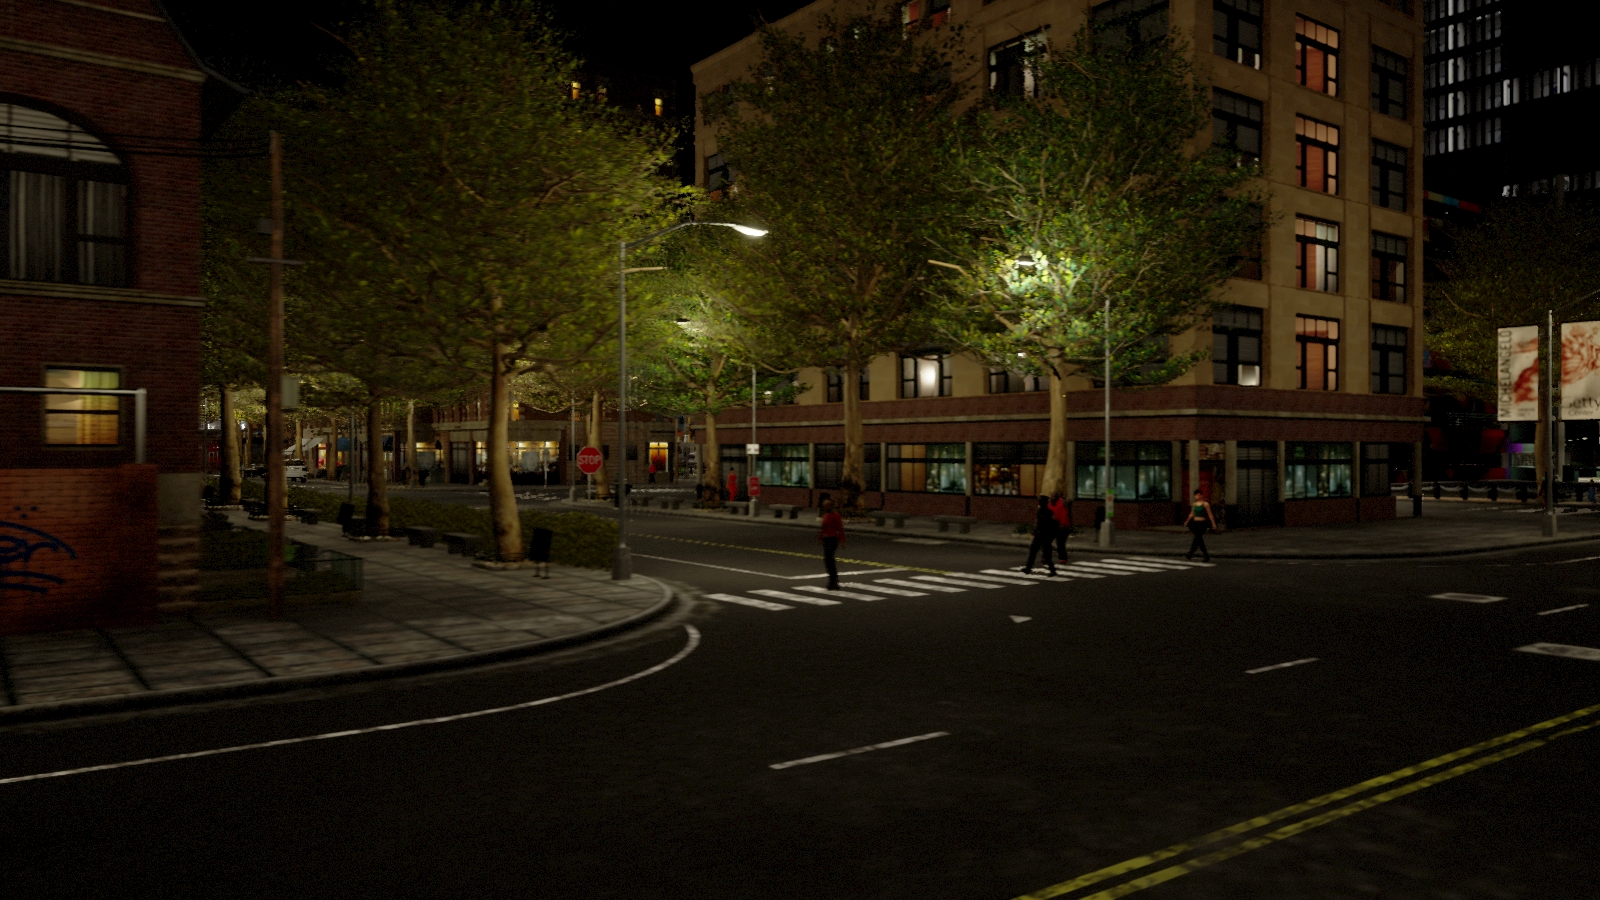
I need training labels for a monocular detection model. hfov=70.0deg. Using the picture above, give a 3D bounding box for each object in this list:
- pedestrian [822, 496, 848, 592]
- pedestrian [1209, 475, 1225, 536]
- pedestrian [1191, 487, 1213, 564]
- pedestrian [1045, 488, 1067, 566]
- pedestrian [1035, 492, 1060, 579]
[{"bbox_3d":[0.690,1.850,22.603,0.375,1.860,0.375,0,0,-36],"label":"pedestrian"},{"bbox_3d":[12.844,1.698,35.188,0.375,1.860,0.375,0,0,4],"label":"pedestrian"},{"bbox_3d":[9.917,1.850,28.179,0.375,1.860,0.375,0,0,-34],"label":"pedestrian"},{"bbox_3d":[6.211,1.851,27.717,0.375,1.860,0.375,0,0,-41],"label":"pedestrian"},{"bbox_3d":[5.365,1.850,24.810,0.375,1.860,0.375,0,0,-37],"label":"pedestrian"}]
